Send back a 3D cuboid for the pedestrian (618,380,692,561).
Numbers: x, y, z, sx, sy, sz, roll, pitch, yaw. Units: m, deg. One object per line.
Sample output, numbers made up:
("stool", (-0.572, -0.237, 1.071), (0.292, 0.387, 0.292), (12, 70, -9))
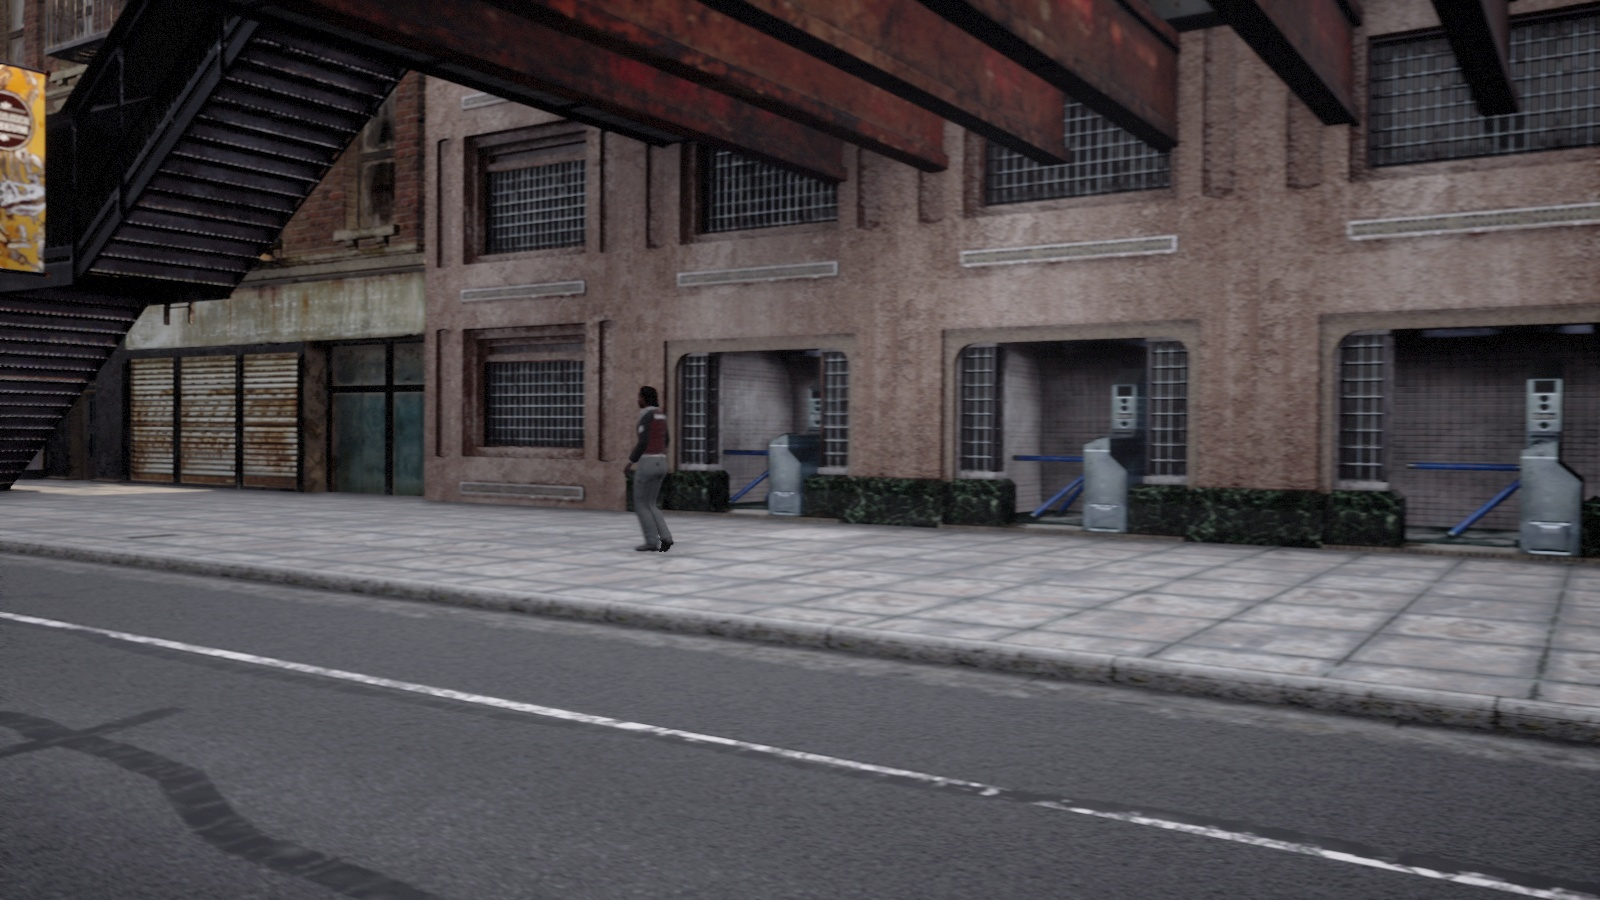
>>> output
("pedestrian", (-1.580, 0.216, 13.666), (0.666, 1.930, 0.402), (0, 1, 27))
